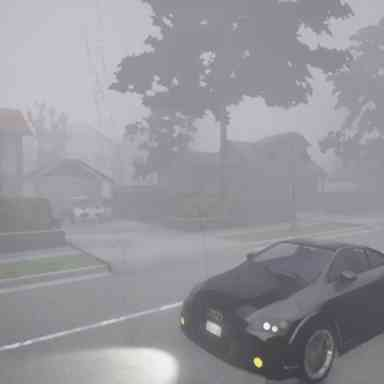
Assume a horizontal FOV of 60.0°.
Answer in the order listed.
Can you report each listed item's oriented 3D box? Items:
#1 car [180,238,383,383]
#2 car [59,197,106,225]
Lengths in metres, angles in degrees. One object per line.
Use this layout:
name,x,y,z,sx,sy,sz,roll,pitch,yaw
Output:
car,1.877,1.487,5.326,4.181,1.385,1.994,-1,1,-36
car,-6.593,1.064,19.898,1.970,1.475,3.806,-1,1,-35
